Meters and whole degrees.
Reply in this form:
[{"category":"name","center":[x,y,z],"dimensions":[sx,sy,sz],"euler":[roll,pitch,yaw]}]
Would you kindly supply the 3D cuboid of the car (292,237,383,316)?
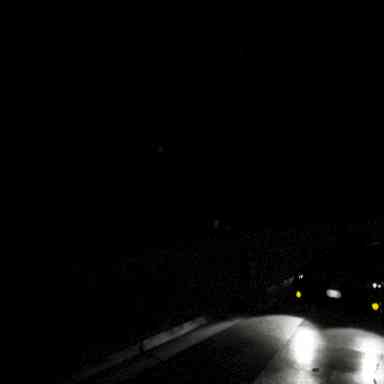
[{"category":"car","center":[4.033,1.797,7.942],"dimensions":[1.994,1.385,4.181],"euler":[-4,-3,41]}]
